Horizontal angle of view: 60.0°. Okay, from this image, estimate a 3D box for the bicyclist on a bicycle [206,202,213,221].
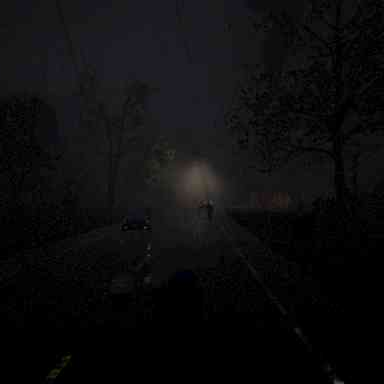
[{"bbox_3d":[1.494,1.763,27.721,0.582,1.620,1.656,0,-1,2],"label":"bicyclist on a bicycle"}]

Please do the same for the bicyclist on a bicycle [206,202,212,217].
[{"bbox_3d":[1.872,1.877,36.851,0.582,1.620,1.656,0,-1,3],"label":"bicyclist on a bicycle"}]

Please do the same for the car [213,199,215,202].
[{"bbox_3d":[3.488,2.552,73.546,1.895,1.301,4.718,0,-1,5],"label":"car"}]

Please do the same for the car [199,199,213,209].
[{"bbox_3d":[2.280,2.310,57.782,1.895,1.301,4.718,0,-1,4],"label":"car"}]

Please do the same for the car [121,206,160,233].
[{"bbox_3d":[-3.256,1.711,21.856,1.882,1.535,5.008,0,-1,2],"label":"car"}]
